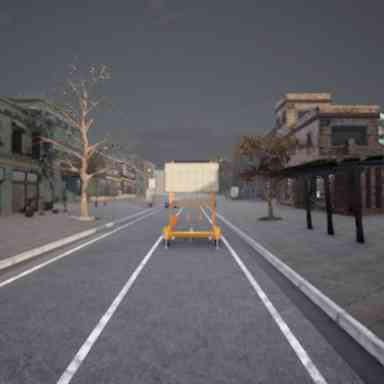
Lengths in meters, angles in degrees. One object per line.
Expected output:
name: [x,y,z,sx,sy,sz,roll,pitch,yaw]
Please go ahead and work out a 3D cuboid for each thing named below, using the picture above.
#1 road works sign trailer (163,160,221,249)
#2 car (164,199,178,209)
road works sign trailer: [-0.007,0.437,14.362,2.380,3.560,2.880,0,0,0]
car: [-3.106,1.768,49.504,2.033,1.411,5.357,0,0,0]
